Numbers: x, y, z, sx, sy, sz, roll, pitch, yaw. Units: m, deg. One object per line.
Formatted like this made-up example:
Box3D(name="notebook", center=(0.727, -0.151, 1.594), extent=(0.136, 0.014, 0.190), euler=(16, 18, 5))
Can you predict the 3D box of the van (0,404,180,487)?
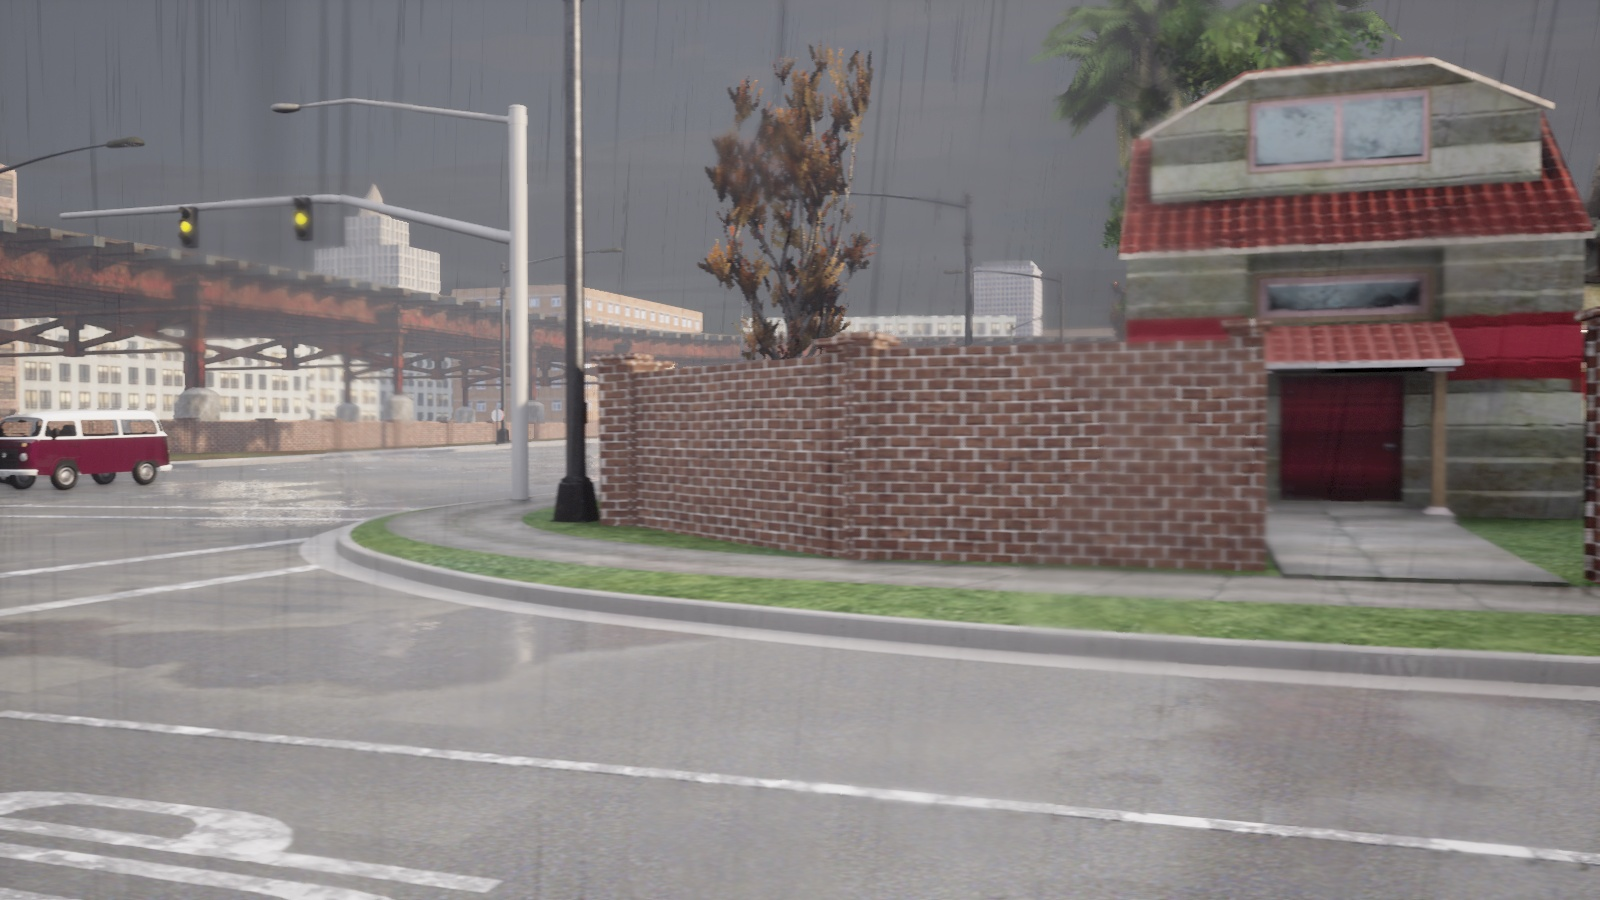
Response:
Box3D(name="van", center=(-19.039, -0.178, 33.271), extent=(2.069, 2.038, 4.480), euler=(1, 2, 20))
